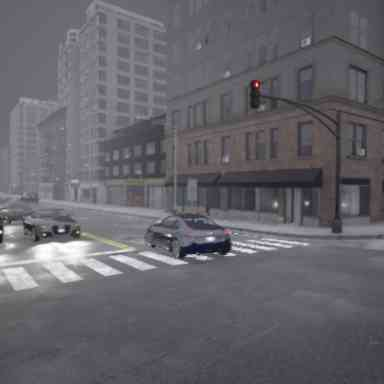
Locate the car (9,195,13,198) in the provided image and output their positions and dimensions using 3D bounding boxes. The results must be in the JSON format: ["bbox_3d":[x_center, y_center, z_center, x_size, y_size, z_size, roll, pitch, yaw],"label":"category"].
[{"bbox_3d":[-18.490,1.379,32.493,2.128,1.511,4.902,0,0,-36],"label":"car"}]

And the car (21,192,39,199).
[{"bbox_3d":[-27.639,0.969,56.723,2.150,2.045,5.566,0,0,-36],"label":"car"}]

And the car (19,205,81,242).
[{"bbox_3d":[-6.944,1.519,16.376,1.994,1.385,4.181,0,0,-36],"label":"car"}]

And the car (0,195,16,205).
[{"bbox_3d":[-31.176,1.289,56.084,2.033,1.411,5.357,0,1,-36],"label":"car"}]

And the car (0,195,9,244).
[{"bbox_3d":[-9.985,1.181,15.040,2.150,2.045,5.566,0,0,-36],"label":"car"}]

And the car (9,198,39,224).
[{"bbox_3d":[-12.714,1.429,24.422,1.837,1.490,4.892,0,0,-36],"label":"car"}]

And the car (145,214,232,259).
[{"bbox_3d":[-0.282,1.507,12.471,1.994,1.385,4.181,0,-1,-26],"label":"car"}]
